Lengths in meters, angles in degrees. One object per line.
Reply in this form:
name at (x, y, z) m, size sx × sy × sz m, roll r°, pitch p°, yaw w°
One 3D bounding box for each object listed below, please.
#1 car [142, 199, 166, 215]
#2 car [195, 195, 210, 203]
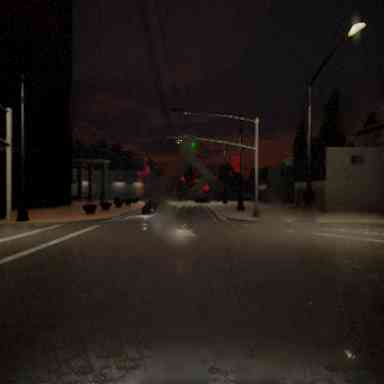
car at (-3.587, 1.406, 31.968) m, size 1.994 × 1.385 × 4.181 m, roll 0°, pitch 0°, yaw 0°
car at (1.979, 1.295, 61.128) m, size 1.994 × 1.385 × 4.181 m, roll 0°, pitch 0°, yaw 16°
